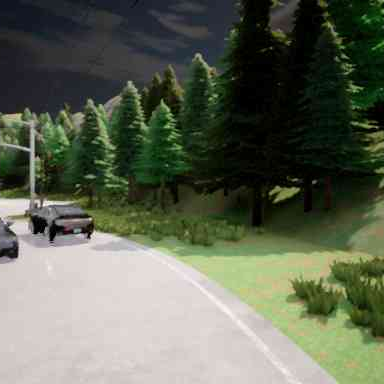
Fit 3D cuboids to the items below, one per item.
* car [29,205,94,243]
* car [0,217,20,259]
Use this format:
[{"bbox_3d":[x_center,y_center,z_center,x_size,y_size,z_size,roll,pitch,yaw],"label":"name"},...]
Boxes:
[{"bbox_3d":[-6.202,1.354,15.546,2.128,1.511,4.902,0,0,-38],"label":"car"},{"bbox_3d":[-7.144,1.466,11.230,1.994,1.385,4.181,0,1,-35],"label":"car"}]
